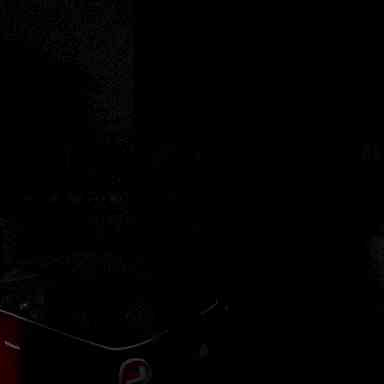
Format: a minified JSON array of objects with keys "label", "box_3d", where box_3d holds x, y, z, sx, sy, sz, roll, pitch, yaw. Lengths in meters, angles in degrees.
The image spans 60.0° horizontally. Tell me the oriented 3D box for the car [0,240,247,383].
[{"label":"car","box_3d":[-1.519,1.440,4.027,4.097,1.590,1.967,0,0,35]}]
